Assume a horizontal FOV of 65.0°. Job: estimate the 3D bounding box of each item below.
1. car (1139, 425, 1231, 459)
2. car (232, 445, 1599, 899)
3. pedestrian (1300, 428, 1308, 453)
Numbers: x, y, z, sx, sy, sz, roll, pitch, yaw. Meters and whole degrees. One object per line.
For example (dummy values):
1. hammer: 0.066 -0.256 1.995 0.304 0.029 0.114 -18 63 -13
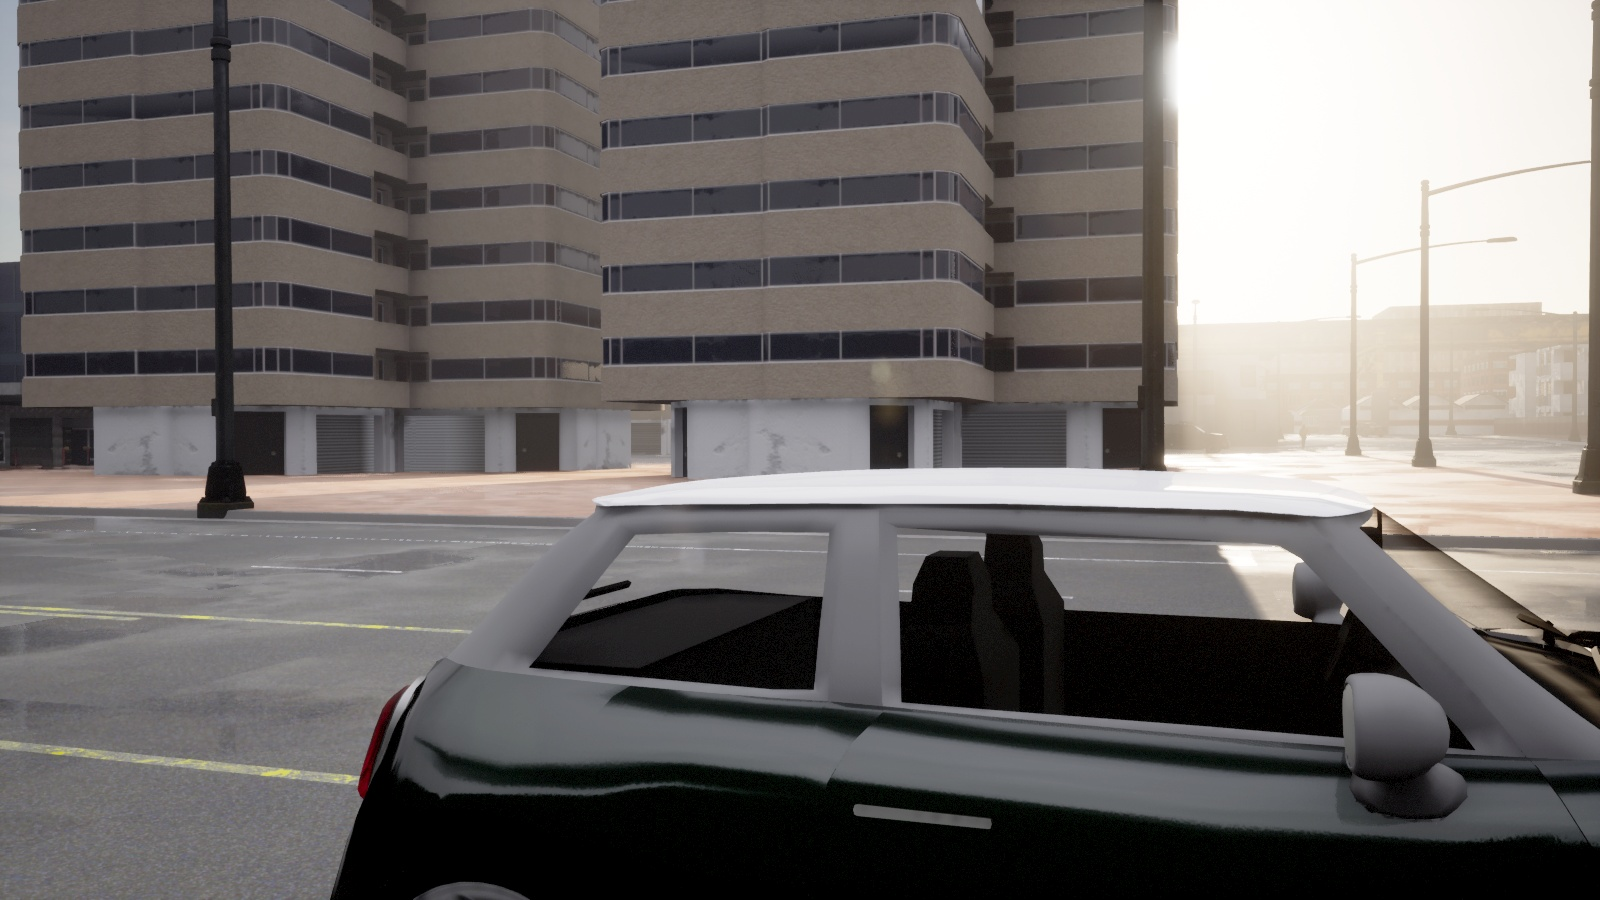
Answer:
1. car: 24.510 -0.508 80.042 5.566 2.045 2.150 0 1 17
2. car: 0.941 0.749 2.925 3.806 1.475 1.970 1 1 19
3. pedestrian: 36.803 -0.720 91.760 0.431 1.840 0.709 0 1 13
